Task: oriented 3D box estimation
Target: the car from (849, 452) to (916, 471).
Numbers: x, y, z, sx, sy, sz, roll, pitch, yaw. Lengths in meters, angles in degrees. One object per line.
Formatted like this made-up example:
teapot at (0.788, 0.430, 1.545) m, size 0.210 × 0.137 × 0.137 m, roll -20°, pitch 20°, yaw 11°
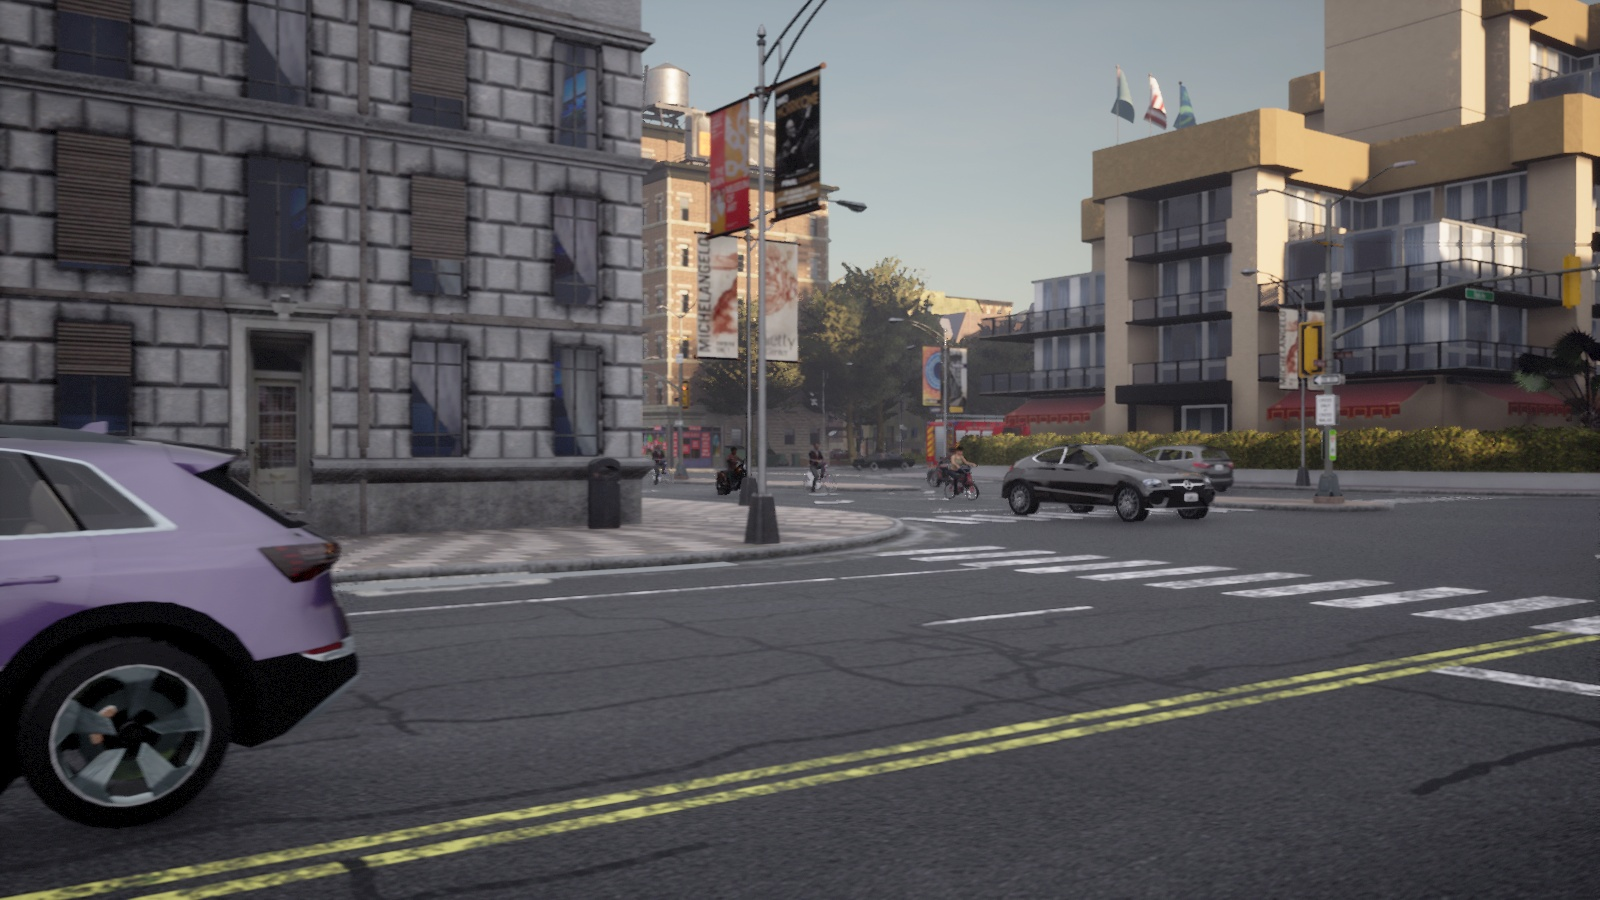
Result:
car at (6.035, 0.819, 91.629) m, size 4.718 × 1.301 × 1.895 m, roll 0°, pitch 0°, yaw -35°

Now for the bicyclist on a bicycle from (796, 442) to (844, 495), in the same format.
bicyclist on a bicycle at (0.663, 0.616, 42.864) m, size 0.659 × 1.776 × 1.843 m, roll 0°, pitch 0°, yaw -35°

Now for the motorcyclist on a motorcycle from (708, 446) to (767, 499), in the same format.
motorcyclist on a motorcycle at (-2.035, 0.711, 40.617) m, size 0.766 × 1.649 × 2.350 m, roll 0°, pitch 1°, yaw -35°

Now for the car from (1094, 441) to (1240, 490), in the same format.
car at (13.115, 0.521, 45.121) m, size 2.242 × 1.667 × 4.611 m, roll 0°, pitch 0°, yaw -35°

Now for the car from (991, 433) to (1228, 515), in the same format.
car at (6.713, 0.489, 27.857) m, size 2.152 × 1.651 × 5.027 m, roll 0°, pitch 0°, yaw -32°

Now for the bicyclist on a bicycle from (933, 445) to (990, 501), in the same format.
bicyclist on a bicycle at (4.755, 0.660, 37.051) m, size 0.866 × 1.612 × 1.509 m, roll 0°, pitch 1°, yaw -35°

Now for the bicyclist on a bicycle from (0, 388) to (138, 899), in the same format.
bicyclist on a bicycle at (-2.069, 0.695, 2.175) m, size 1.509 × 1.612 × 0.866 m, roll 1°, pitch -1°, yaw -35°

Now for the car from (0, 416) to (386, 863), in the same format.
car at (-4.371, 0.701, 4.900) m, size 4.856 × 1.649 × 2.033 m, roll 0°, pitch 0°, yaw -35°

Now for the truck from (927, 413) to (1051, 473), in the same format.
truck at (12.636, -0.482, 83.442) m, size 8.468 × 3.827 × 2.891 m, roll 0°, pitch 0°, yaw -35°

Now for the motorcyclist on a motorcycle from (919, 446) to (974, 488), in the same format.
motorcyclist on a motorcycle at (5.757, 0.669, 49.541) m, size 0.766 × 1.649 × 2.350 m, roll 0°, pitch -1°, yaw -35°
